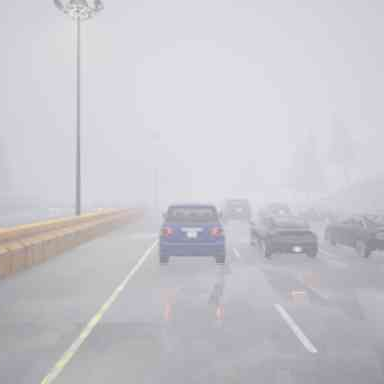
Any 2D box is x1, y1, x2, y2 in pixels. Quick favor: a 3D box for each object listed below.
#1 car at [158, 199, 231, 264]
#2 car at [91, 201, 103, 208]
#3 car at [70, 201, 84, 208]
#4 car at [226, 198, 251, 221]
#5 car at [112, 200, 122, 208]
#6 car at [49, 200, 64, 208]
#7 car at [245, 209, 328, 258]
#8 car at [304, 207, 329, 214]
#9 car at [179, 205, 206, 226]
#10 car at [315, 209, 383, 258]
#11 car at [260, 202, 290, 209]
[{"bbox_3d":[0.019,1.366,12.505,2.150,2.045,5.566,0,0,0],"label":"car"},{"bbox_3d":[-17.685,2.296,62.225,1.895,1.301,4.718,0,-1,-12],"label":"car"},{"bbox_3d":[-20.982,2.242,60.760,1.994,1.385,4.181,0,-1,-11],"label":"car"},{"bbox_3d":[3.524,1.534,27.513,2.150,2.045,5.566,0,0,0],"label":"car"},{"bbox_3d":[-14.322,2.254,63.253,2.033,1.411,5.357,0,-1,-12],"label":"car"},{"bbox_3d":[-24.438,2.168,60.260,2.128,1.511,4.902,0,-1,-12],"label":"car"},{"bbox_3d":[3.533,1.659,13.480,1.837,1.490,4.892,0,0,1],"label":"car"},{"bbox_3d":[10.518,1.917,28.193,1.895,1.301,4.718,0,-1,0],"label":"car"},{"bbox_3d":[0.023,1.856,27.468,2.033,1.411,5.357,0,-1,0],"label":"car"},{"bbox_3d":[7.032,1.645,13.448,2.128,1.511,4.902,0,0,1],"label":"car"},{"bbox_3d":[7.016,1.669,28.370,2.097,1.767,4.553,0,-1,0],"label":"car"}]
